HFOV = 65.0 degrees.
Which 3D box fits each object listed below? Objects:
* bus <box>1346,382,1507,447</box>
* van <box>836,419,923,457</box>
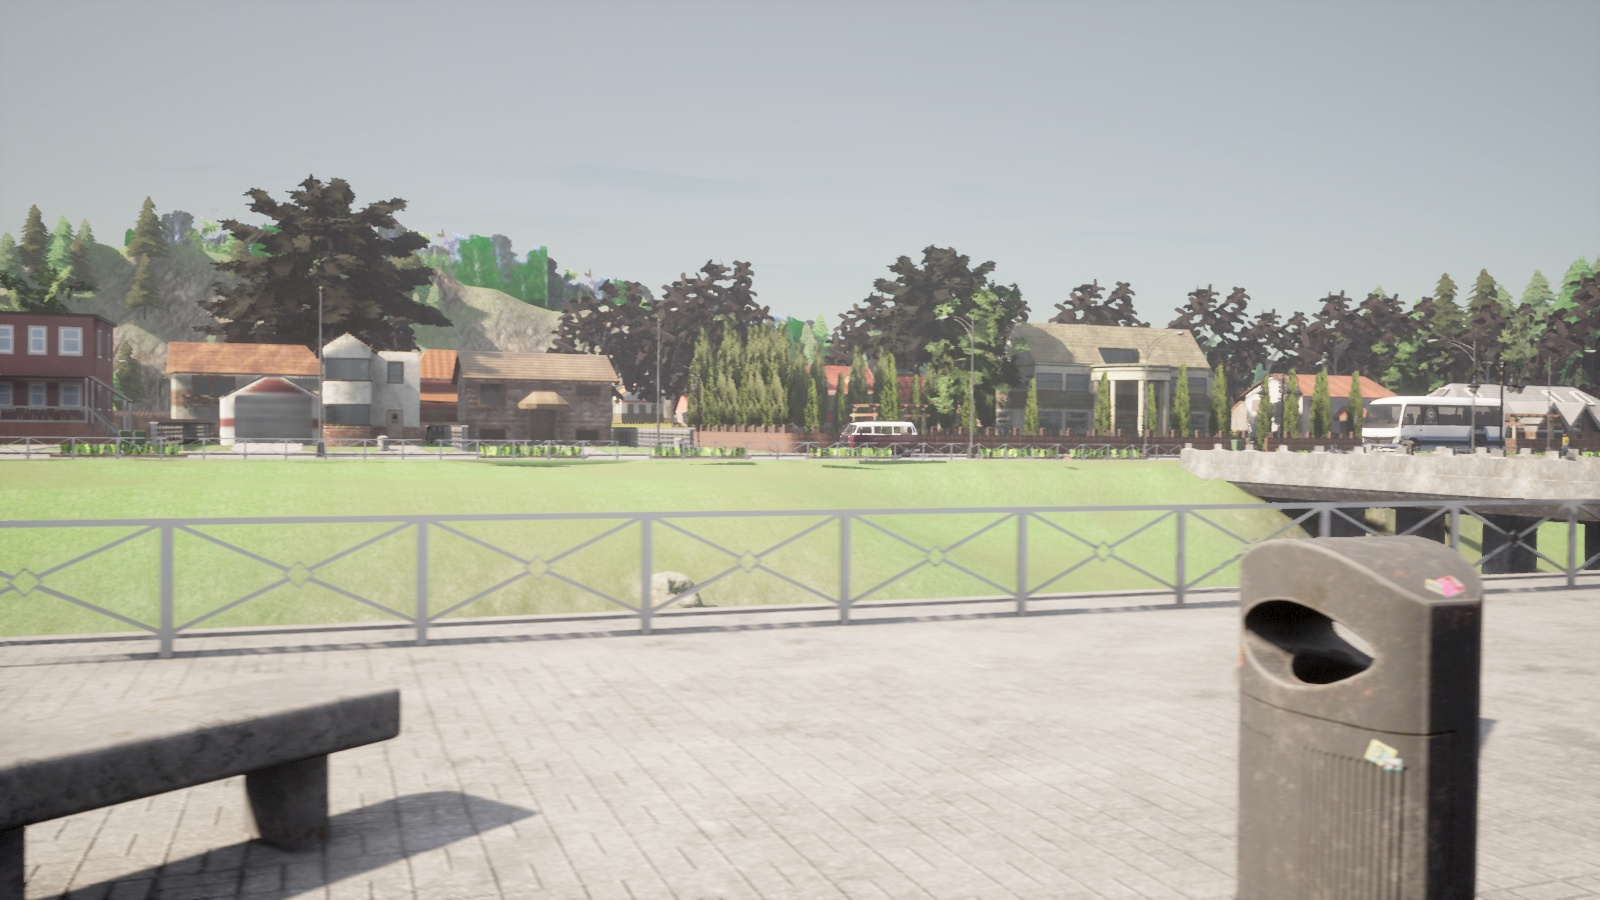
[{"bbox_3d":[42.931,-2.443,86.031,10.273,4.253,3.944,-1,1,-21],"label":"bus"},{"bbox_3d":[4.500,-0.690,71.464,4.480,2.038,2.069,-1,1,-21],"label":"van"}]
